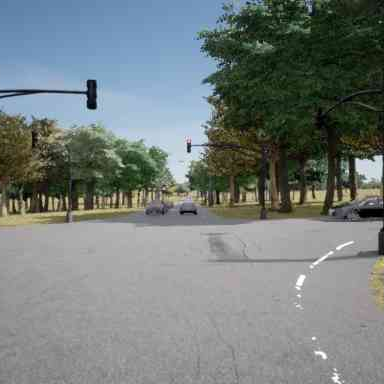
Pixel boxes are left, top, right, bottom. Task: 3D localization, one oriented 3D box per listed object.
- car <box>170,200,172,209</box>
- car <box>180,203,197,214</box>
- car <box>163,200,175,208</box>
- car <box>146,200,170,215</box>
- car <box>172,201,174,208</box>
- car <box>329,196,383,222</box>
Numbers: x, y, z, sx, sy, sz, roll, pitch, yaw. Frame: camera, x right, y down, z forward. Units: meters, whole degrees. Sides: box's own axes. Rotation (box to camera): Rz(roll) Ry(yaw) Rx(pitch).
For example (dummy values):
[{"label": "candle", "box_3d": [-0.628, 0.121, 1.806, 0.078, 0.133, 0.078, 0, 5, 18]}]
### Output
[{"label": "car", "box_3d": [-4.337, 2.144, 48.450, 1.895, 1.301, 4.718, 0, -1, -1]}, {"label": "car", "box_3d": [-0.456, 1.974, 40.845, 1.994, 1.385, 4.181, 0, -1, -2]}, {"label": "car", "box_3d": [-4.708, 2.456, 68.265, 2.128, 1.511, 4.902, 0, -1, -1]}, {"label": "car", "box_3d": [-4.172, 1.739, 39.448, 2.097, 1.767, 4.553, 0, -1, 0]}, {"label": "car", "box_3d": [-4.554, 2.274, 58.256, 2.033, 1.411, 5.357, 0, -1, -1]}, {"label": "car", "box_3d": [11.057, 1.001, 20.553, 4.902, 1.511, 2.128, -2, -1, 2]}]
